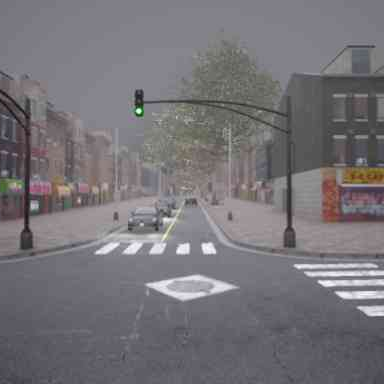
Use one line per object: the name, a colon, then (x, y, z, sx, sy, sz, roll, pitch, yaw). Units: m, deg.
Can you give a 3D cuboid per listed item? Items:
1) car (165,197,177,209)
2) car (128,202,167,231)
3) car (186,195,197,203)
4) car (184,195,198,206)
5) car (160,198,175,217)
car: (-2.957, 1.429, 42.606, 1.837, 1.490, 4.892, 0, 0, 0)
car: (-2.909, 1.618, 21.529, 1.812, 1.442, 4.674, 0, 0, 0)
car: (-0.173, 1.303, 61.904, 1.994, 1.385, 4.181, 0, 0, 0)
car: (-0.144, 1.312, 51.481, 1.882, 1.535, 5.008, 0, 1, 0)
car: (-2.937, 1.596, 31.549, 1.994, 1.385, 4.181, 0, 1, 0)
